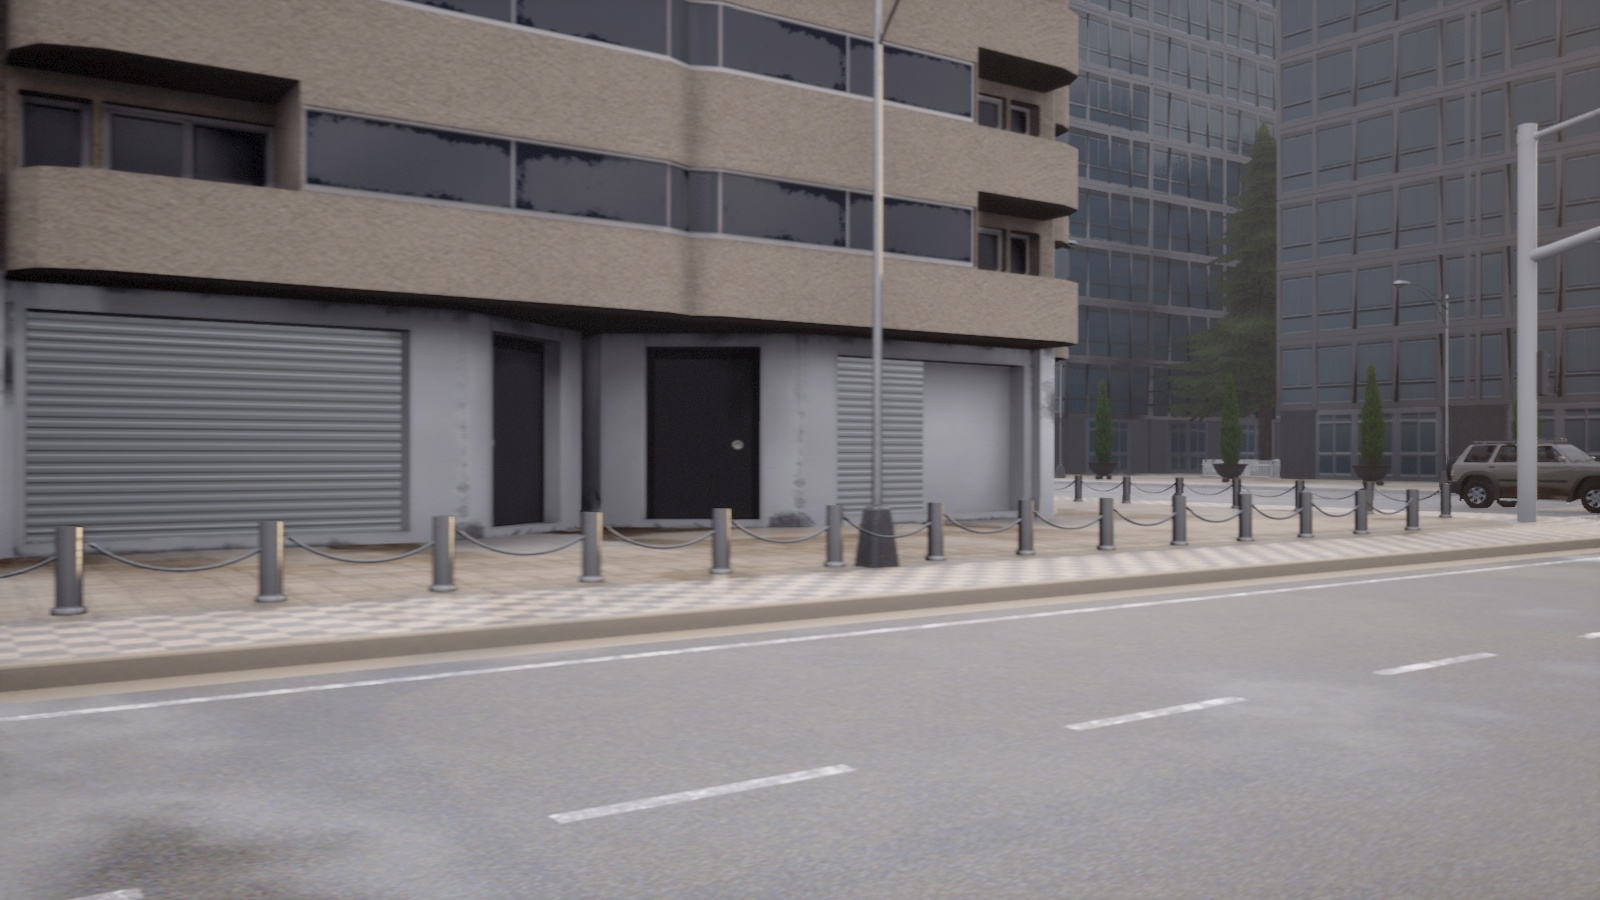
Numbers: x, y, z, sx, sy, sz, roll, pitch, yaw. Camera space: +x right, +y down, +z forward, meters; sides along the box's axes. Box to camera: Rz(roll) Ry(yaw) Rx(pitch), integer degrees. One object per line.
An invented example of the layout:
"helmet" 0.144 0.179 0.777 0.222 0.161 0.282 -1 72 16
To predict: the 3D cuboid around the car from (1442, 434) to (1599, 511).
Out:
"car" 19.165 0.544 31.993 1.932 1.855 4.605 0 0 -35
